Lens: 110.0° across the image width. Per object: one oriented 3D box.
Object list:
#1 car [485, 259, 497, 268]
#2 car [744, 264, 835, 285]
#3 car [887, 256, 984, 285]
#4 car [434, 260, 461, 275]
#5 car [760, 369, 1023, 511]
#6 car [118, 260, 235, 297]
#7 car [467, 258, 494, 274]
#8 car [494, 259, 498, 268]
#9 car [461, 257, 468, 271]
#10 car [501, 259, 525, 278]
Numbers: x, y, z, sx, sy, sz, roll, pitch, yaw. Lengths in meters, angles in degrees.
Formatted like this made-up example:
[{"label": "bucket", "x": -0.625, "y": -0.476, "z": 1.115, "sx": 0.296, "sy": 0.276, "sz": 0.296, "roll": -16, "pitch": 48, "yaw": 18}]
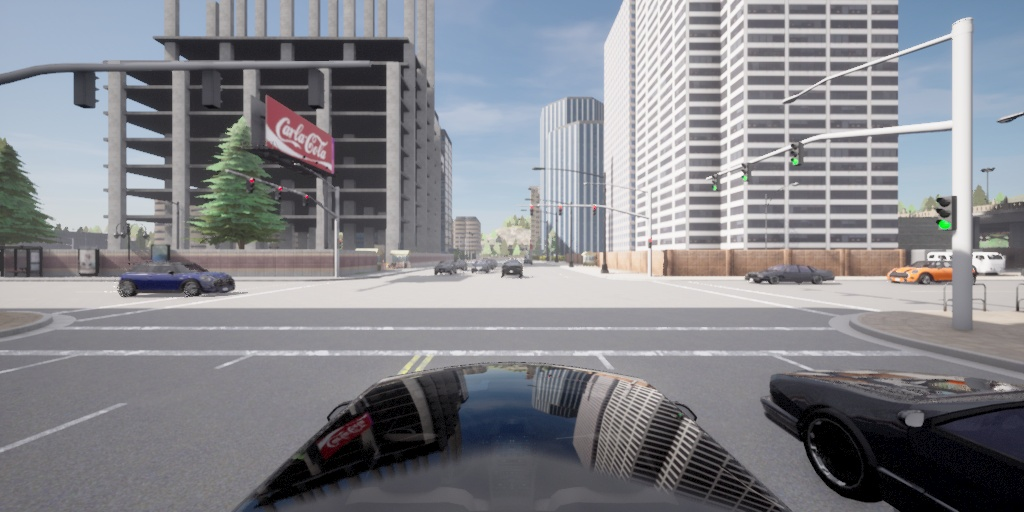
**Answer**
[{"label": "car", "x": -3.574, "y": 1.226, "z": 62.158, "sx": 1.837, "sy": 1.490, "sz": 4.892, "roll": 0, "pitch": 0, "yaw": 0}, {"label": "car", "x": 19.635, "y": 1.286, "z": 25.427, "sx": 5.357, "sy": 1.411, "sz": 2.033, "roll": 0, "pitch": 0, "yaw": 0}, {"label": "car", "x": 29.643, "y": 1.091, "z": 25.453, "sx": 4.553, "sy": 1.767, "sz": 2.097, "roll": 0, "pitch": 0, "yaw": 1}, {"label": "car", "x": -7.102, "y": 1.237, "z": 38.705, "sx": 1.837, "sy": 1.490, "sz": 4.892, "roll": 0, "pitch": 0, "yaw": 0}, {"label": "car", "x": 3.597, "y": 1.298, "z": 1.372, "sx": 2.033, "sy": 1.411, "sz": 5.357, "roll": 0, "pitch": 0, "yaw": 0}, {"label": "car", "x": -16.779, "y": 1.094, "z": 18.130, "sx": 4.553, "sy": 1.767, "sz": 2.097, "roll": 0, "pitch": 0, "yaw": -1}, {"label": "car", "x": -3.603, "y": 1.222, "z": 41.706, "sx": 2.128, "sy": 1.511, "sz": 4.902, "roll": 0, "pitch": 0, "yaw": 0}, {"label": "car", "x": -3.601, "y": 1.218, "z": 51.773, "sx": 2.128, "sy": 1.511, "sz": 4.902, "roll": 0, "pitch": 0, "yaw": 0}, {"label": "car", "x": -7.102, "y": 1.233, "z": 48.118, "sx": 1.837, "sy": 1.490, "sz": 4.892, "roll": 0, "pitch": 0, "yaw": 0}, {"label": "car", "x": 0.049, "y": 1.212, "z": 34.322, "sx": 1.882, "sy": 1.535, "sz": 5.008, "roll": 0, "pitch": 0, "yaw": 2}]
